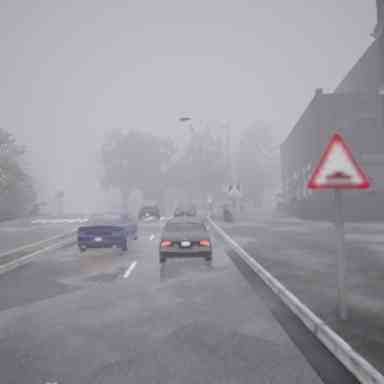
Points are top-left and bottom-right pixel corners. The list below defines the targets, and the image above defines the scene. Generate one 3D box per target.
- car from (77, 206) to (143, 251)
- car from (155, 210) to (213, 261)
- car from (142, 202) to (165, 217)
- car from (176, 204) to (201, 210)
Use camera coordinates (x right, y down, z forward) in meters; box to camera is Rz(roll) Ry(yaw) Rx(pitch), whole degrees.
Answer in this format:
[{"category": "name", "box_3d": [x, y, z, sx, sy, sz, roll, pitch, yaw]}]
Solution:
[{"category": "car", "box_3d": [-3.572, 1.625, 14.885, 1.882, 1.535, 5.008, -1, 0, -2]}, {"category": "car", "box_3d": [-0.259, 1.658, 12.802, 2.033, 1.411, 5.357, -1, 0, -1]}, {"category": "car", "box_3d": [-3.633, 1.695, 30.671, 1.837, 1.490, 4.892, -1, 0, 4]}, {"category": "car", "box_3d": [-0.462, 1.742, 29.861, 1.895, 1.301, 4.718, -1, 0, 3]}]
